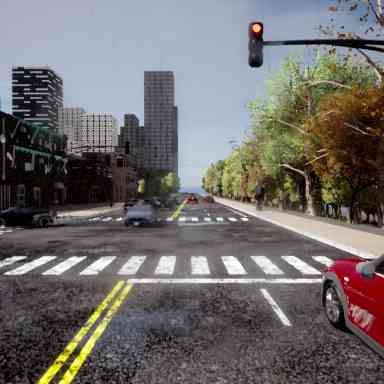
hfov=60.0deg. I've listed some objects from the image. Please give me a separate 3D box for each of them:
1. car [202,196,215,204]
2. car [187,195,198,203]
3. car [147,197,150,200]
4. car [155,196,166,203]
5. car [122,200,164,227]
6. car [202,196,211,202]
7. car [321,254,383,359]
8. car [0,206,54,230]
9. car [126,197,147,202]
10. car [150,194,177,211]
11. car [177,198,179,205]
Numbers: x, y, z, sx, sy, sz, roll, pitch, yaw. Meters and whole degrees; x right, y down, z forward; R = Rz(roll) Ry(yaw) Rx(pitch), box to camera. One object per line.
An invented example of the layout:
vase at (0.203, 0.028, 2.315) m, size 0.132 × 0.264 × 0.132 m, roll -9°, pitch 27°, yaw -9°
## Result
car at (3.362, 1.453, 65.291) m, size 1.882 × 1.535 × 5.008 m, roll 0°, pitch 0°, yaw 0°
car at (0.111, 1.327, 65.959) m, size 2.097 × 1.767 × 4.553 m, roll 0°, pitch 0°, yaw 0°
car at (-6.578, 1.459, 52.794) m, size 1.882 × 1.535 × 5.008 m, roll 0°, pitch 0°, yaw 0°
car at (-6.485, 1.606, 68.826) m, size 1.994 × 1.385 × 4.181 m, roll 0°, pitch 0°, yaw 0°
car at (-3.346, 1.542, 22.793) m, size 2.033 × 1.411 × 5.357 m, roll 0°, pitch 0°, yaw 0°
car at (3.266, 1.523, 75.435) m, size 1.994 × 1.385 × 4.181 m, roll 0°, pitch 0°, yaw 0°
car at (3.349, 1.351, 4.119) m, size 2.097 × 1.767 × 4.553 m, roll 0°, pitch 0°, yaw 0°
car at (-11.077, 1.611, 21.224) m, size 4.181 × 1.385 × 1.994 m, roll -1°, pitch 1°, yaw -34°
car at (-6.596, 1.493, 37.536) m, size 1.837 × 1.490 × 4.892 m, roll 0°, pitch 0°, yaw 0°
car at (-3.334, 1.208, 40.105) m, size 2.150 × 2.045 × 5.566 m, roll 0°, pitch 0°, yaw 0°
car at (-3.321, 1.483, 58.180) m, size 1.837 × 1.490 × 4.892 m, roll 0°, pitch 0°, yaw 0°
